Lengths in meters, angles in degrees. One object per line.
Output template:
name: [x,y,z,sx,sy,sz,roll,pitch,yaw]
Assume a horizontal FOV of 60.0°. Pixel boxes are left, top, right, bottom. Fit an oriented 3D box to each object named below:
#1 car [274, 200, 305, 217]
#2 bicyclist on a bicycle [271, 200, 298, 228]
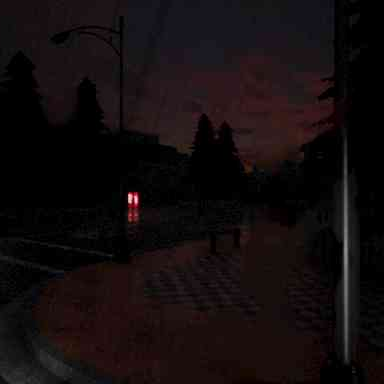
car: [9.407,1.517,31.946,1.837,1.490,4.892,0,0,35]
bicyclist on a bicycle: [5.417,1.314,19.633,1.656,1.620,0.582,0,0,35]
